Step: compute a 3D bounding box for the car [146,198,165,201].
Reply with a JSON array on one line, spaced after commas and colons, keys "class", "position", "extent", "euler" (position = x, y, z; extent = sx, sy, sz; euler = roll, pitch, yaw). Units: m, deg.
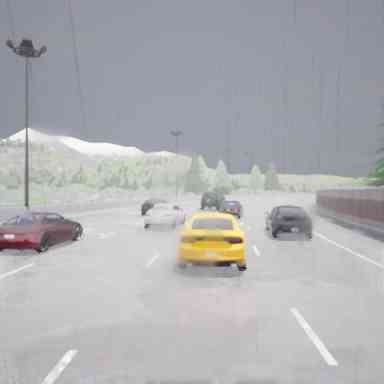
[{"class": "car", "position": [-3.190, 1.368, 30.818], "extent": [1.837, 1.490, 4.892], "euler": [0, 0, 13]}]

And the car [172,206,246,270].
[{"class": "car", "position": [0.709, 1.434, 10.986], "extent": [1.882, 1.535, 5.008], "euler": [0, 0, 5]}]

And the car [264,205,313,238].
[{"class": "car", "position": [4.953, 1.448, 17.355], "extent": [1.837, 1.490, 4.892], "euler": [0, 0, 8]}]

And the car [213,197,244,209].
[{"class": "car", "position": [3.394, 1.440, 28.479], "extent": [2.033, 1.411, 5.357], "euler": [0, 0, 13]}]

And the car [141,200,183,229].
[{"class": "car", "position": [-1.604, 1.435, 20.695], "extent": [1.812, 1.442, 4.674], "euler": [0, 0, 9]}]

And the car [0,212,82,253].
[{"class": "car", "position": [-6.068, 1.490, 13.403], "extent": [1.994, 1.385, 4.181], "euler": [0, 0, 5]}]

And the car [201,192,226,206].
[{"class": "car", "position": [2.606, 1.067, 39.145], "extent": [2.150, 2.045, 5.566], "euler": [0, 0, 17]}]
